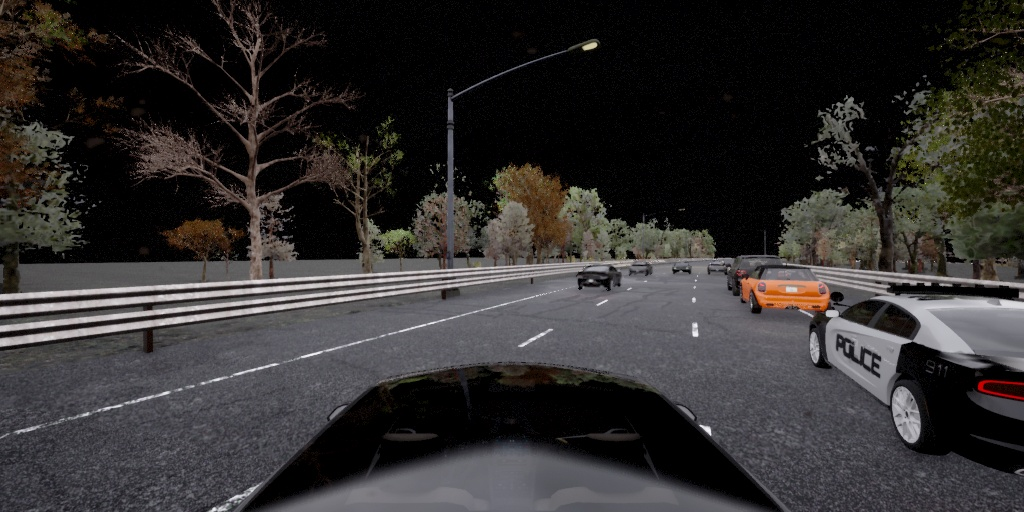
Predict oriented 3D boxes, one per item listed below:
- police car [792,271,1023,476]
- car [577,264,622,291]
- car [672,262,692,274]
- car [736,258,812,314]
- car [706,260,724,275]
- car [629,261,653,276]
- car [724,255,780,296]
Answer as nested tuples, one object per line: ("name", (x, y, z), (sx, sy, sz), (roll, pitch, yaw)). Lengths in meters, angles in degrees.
("police car", (5.614, 1.175, 4.707), (1.930, 1.638, 5.238), (0, 0, 26))
("car", (5.530, 1.230, 22.200), (1.882, 1.535, 5.008), (0, 0, 27))
("car", (19.393, 1.369, 40.789), (1.895, 1.301, 4.718), (0, 0, 29))
("car", (9.951, 1.102, 13.423), (2.097, 1.767, 4.553), (0, 0, 27))
("car", (22.503, 1.261, 39.304), (2.128, 1.511, 4.902), (0, 0, 29))
("car", (13.373, 1.254, 37.036), (2.128, 1.511, 4.902), (0, 0, 28))
("car", (12.671, 0.978, 18.754), (2.150, 2.045, 5.566), (0, 0, 27))
